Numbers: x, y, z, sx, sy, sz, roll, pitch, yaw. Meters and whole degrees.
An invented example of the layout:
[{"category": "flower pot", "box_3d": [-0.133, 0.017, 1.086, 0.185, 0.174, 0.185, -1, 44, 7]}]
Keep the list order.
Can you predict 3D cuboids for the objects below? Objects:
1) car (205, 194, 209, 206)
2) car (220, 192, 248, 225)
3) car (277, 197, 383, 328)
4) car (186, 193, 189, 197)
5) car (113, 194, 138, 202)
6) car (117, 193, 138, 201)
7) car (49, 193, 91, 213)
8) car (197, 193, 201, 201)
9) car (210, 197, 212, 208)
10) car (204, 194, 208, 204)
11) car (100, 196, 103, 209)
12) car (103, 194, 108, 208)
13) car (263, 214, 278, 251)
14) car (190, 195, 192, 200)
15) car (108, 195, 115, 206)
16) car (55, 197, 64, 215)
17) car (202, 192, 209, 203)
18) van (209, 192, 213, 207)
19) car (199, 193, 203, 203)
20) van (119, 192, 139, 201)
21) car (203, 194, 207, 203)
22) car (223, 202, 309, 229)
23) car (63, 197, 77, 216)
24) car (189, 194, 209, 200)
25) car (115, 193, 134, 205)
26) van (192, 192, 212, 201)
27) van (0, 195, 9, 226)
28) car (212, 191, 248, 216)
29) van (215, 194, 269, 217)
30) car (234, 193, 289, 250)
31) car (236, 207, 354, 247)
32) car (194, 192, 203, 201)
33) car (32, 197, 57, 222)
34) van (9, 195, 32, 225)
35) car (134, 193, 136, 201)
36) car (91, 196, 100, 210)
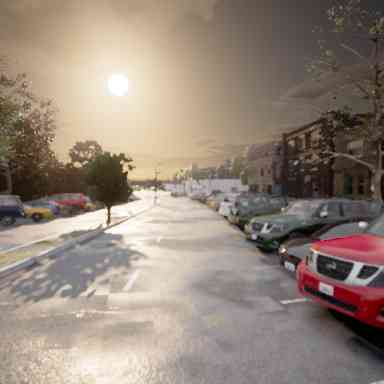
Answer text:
[{"category": "car", "box_3d": [4.756, 1.408, 39.406, 5.366, 1.575, 1.946, 1, 0, -21]}, {"category": "car", "box_3d": [4.727, 1.198, 18.289, 5.566, 2.045, 2.435, 1, 0, -20]}, {"category": "car", "box_3d": [4.726, 1.220, 6.233, 5.566, 2.045, 2.435, 1, 0, -20]}, {"category": "car", "box_3d": [1.860, 1.301, 87.496, 5.366, 1.575, 1.946, 1, 0, -26]}, {"category": "car", "box_3d": [-15.667, 1.376, 78.284, 5.366, 1.575, 1.946, -1, 0, -25]}, {"category": "car", "box_3d": [-15.734, 1.246, 81.324, 4.553, 1.767, 2.185, -1, 0, -25]}, {"category": "car", "box_3d": [-13.602, 1.193, 33.949, 5.566, 2.045, 2.435, -1, 0, -20]}, {"category": "car", "box_3d": [4.027, 1.363, 60.464, 5.008, 1.535, 2.097, 1, 0, -23]}, {"category": "car", "box_3d": [4.658, 1.450, 33.322, 4.792, 1.488, 2.163, 1, 0, -20]}, {"category": "car", "box_3d": [4.558, 1.402, 42.348, 5.008, 1.535, 2.097, 1, 0, -21]}, {"category": "car", "box_3d": [-13.627, 1.435, 39.903, 4.892, 1.521, 2.231, -1, 0, -21]}, {"category": "car", "box_3d": [-13.651, 1.303, 42.880, 4.553, 1.767, 2.185, -1, 0, -21]}, {"category": "car", "box_3d": [4.710, 1.495, 9.244, 4.792, 1.488, 2.163, 1, 0, -20]}, {"category": "car", "box_3d": [2.861, 1.326, 78.554, 4.892, 1.521, 2.231, 1, 0, -25]}, {"category": "car", "box_3d": [-13.728, 1.424, 45.836, 5.008, 1.535, 2.097, -1, 0, -21]}, {"category": "car", "box_3d": [-13.565, 1.483, 27.998, 4.792, 1.488, 2.163, -1, 0, -20]}, {"category": "car", "box_3d": [4.415, 1.264, 48.385, 4.553, 1.767, 2.185, 1, 0, -22]}, {"category": "van", "box_3d": [4.506, 1.187, 36.277, 4.442, 1.987, 1.878, 1, 0, -21]}, {"category": "car", "box_3d": [4.260, 1.376, 54.430, 5.008, 1.535, 2.097, 1, 0, -22]}, {"category": "van", "box_3d": [-15.945, 1.140, 84.311, 4.442, 1.987, 1.878, -1, 0, -25]}, {"category": "car", "box_3d": [4.488, 1.397, 45.366, 4.892, 1.521, 2.231, 1, 0, -21]}, {"category": "car", "box_3d": [4.690, 1.443, 21.279, 5.008, 1.535, 2.097, 1, 0, -20]}, {"category": "car", "box_3d": [-13.529, 1.478, 31.001, 4.792, 1.488, 2.163, -1, 0, -20]}, {"category": "car", "box_3d": [1.901, 1.335, 90.556, 4.792, 1.488, 2.163, 1, 0, -26]}, {"category": "car", "box_3d": [-14.584, 1.267, 66.561, 4.553, 1.767, 2.185, -1, 0, -23]}, {"category": "van", "box_3d": [2.496, 1.091, 81.511, 4.442, 1.987, 1.878, 1, 0, -25]}, {"category": "van", "box_3d": [-13.388, 1.241, 19.124, 4.442, 1.987, 1.878, -1, 0, -20]}, {"category": "car", "box_3d": [4.701, 1.187, 24.297, 5.566, 2.045, 2.435, 1, 0, -20]}, {"category": "van", "box_3d": [4.543, 1.199, 30.252, 4.442, 1.987, 1.878, 1, 0, -20]}, {"category": "car", "box_3d": [4.704, 1.208, 12.248, 5.566, 2.045, 2.435, 1, 0, -20]}, {"category": "car", "box_3d": [4.685, 1.483, 15.256, 4.792, 1.488, 2.163, 1, 0, -20]}, {"category": "car", "box_3d": [3.850, 1.105, 63.466, 5.566, 2.045, 2.435, 1, 0, -23]}, {"category": "car", "box_3d": [-13.349, 1.453, 25.102, 5.366, 1.575, 1.946, -1, 0, -20]}, {"category": "van", "box_3d": [-13.404, 1.236, 22.103, 4.442, 1.987, 1.878, -1, 0, -20]}, {"category": "car", "box_3d": [-14.803, 1.429, 69.506, 4.674, 1.452, 2.002, -1, 0, -24]}, {"category": "car", "box_3d": [-13.427, 1.433, 37.003, 5.366, 1.575, 1.946, -1, 0, -20]}]
